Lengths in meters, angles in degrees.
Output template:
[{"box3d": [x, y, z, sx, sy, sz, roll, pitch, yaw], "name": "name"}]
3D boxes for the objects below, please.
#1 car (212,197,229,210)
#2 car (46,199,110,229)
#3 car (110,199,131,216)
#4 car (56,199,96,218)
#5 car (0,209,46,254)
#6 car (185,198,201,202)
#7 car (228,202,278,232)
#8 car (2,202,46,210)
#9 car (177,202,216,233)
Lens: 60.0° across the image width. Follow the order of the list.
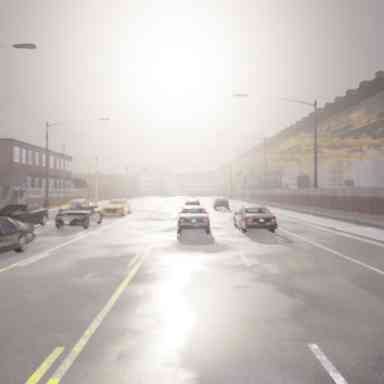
[{"box3d": [3.581, 1.432, 41.685, 1.837, 1.490, 4.892, 0, 0, 0], "name": "car"}, {"box3d": [-7.093, 1.455, 21.325, 2.128, 1.511, 4.902, 0, 0, 0], "name": "car"}, {"box3d": [-7.084, 1.423, 31.696, 1.882, 1.535, 5.008, 0, 0, 0], "name": "car"}, {"box3d": [-10.591, 1.425, 30.747, 1.882, 1.535, 5.008, 0, 0, 0], "name": "car"}, {"box3d": [-7.097, 1.529, 10.950, 2.033, 1.411, 5.357, 0, 0, 0], "name": "car"}, {"box3d": [0.080, 1.424, 39.842, 2.128, 1.511, 4.902, 0, 0, 0], "name": "car"}, {"box3d": [3.591, 1.513, 19.632, 2.033, 1.411, 5.357, 0, 0, 0], "name": "car"}, {"box3d": [-10.597, 1.439, 20.437, 1.882, 1.535, 5.008, 0, 0, 0], "name": "car"}, {"box3d": [0.091, 1.514, 19.449, 2.033, 1.411, 5.357, 0, 0, 0], "name": "car"}]
